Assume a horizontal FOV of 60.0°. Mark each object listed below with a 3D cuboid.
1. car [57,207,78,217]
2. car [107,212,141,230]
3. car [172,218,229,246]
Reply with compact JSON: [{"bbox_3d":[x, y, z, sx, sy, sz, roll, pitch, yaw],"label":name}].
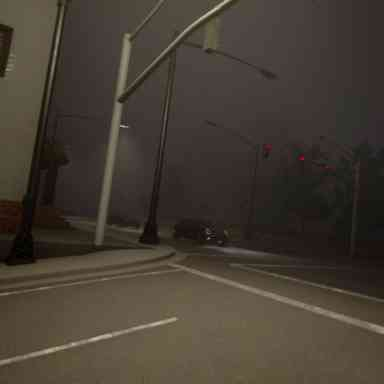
[{"bbox_3d":[-18.912,2.977,50.360,2.033,1.411,5.357,11,-6,-35],"label":"car"},{"bbox_3d":[-6.920,2.854,33.865,1.882,1.535,5.008,11,-6,-36],"label":"car"},{"bbox_3d":[0.578,2.702,23.647,2.097,1.767,4.553,11,-6,-36],"label":"car"}]
